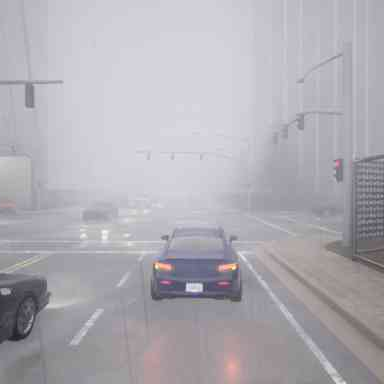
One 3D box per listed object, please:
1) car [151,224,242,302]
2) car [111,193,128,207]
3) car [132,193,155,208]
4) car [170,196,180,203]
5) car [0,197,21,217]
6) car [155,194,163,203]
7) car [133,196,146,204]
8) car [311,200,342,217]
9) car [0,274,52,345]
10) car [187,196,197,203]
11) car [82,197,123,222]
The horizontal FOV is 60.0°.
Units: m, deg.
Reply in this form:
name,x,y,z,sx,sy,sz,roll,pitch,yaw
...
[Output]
name,x,y,z,sx,sy,sz,roll,pitch,yaw
car,0.160,1.526,8.182,1.812,1.442,4.674,0,0,3
car,-10.583,1.220,47.682,2.150,2.045,5.566,0,0,0
car,-7.077,1.223,47.191,2.150,2.045,5.566,0,0,0
car,-3.480,1.547,66.915,2.033,1.411,5.357,0,0,0
car,-18.133,1.295,30.100,4.553,1.767,2.097,0,0,-11
car,-6.982,1.600,67.022,1.895,1.301,4.718,0,0,0
car,-10.481,1.533,67.079,1.812,1.442,4.674,0,0,0
car,13.275,1.422,29.741,5.008,1.535,1.882,0,0,0
car,-3.443,1.547,3.464,2.033,1.411,5.357,0,0,1
car,0.020,1.547,66.914,2.033,1.411,5.357,0,0,0
car,-7.091,1.449,26.254,1.882,1.535,5.008,0,0,0
